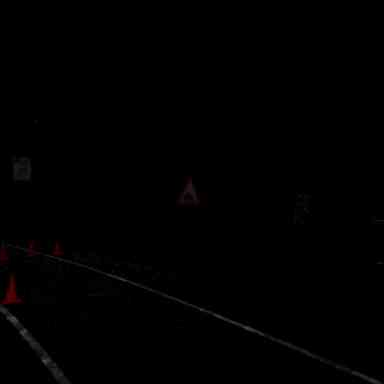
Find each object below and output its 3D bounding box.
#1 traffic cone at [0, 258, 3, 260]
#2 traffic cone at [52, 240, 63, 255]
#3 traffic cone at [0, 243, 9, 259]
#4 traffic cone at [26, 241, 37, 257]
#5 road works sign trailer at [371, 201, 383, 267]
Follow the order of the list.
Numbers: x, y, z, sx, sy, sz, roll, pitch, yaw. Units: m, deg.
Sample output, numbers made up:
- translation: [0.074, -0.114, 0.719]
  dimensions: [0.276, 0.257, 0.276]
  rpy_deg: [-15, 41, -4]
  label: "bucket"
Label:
- translation: [-5.324, 2.174, 8.959]
  dimensions: [0.340, 0.580, 0.340]
  rpy_deg: [2, -2, -40]
  label: "traffic cone"
- translation: [-5.635, 2.291, 13.931]
  dimensions: [0.340, 0.580, 0.340]
  rpy_deg: [2, -2, -42]
  label: "traffic cone"
- translation: [-7.161, 2.244, 12.639]
  dimensions: [0.340, 0.580, 0.340]
  rpy_deg: [2, -2, -40]
  label: "traffic cone"
- translation: [-6.407, 2.267, 13.285]
  dimensions: [0.340, 0.580, 0.340]
  rpy_deg: [2, -2, -40]
  label: "traffic cone"
- translation: [6.910, 1.506, 8.619]
  dimensions: [2.380, 2.880, 3.560]
  rpy_deg: [50, -24, -22]
  label: "road works sign trailer"
